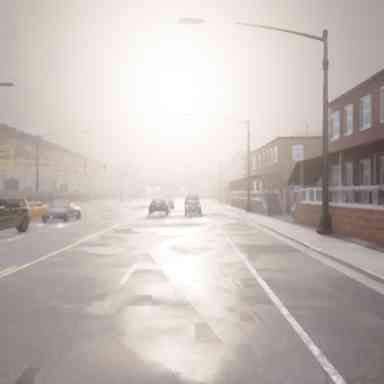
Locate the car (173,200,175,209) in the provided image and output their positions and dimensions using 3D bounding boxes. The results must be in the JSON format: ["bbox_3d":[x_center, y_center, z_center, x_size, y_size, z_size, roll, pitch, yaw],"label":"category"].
[{"bbox_3d":[-3.469,1.622,48.195,1.882,1.535,5.008,0,0,0],"label":"car"}]

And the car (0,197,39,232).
[{"bbox_3d":[-10.587,1.275,17.506,2.150,2.045,5.566,0,0,0],"label":"car"}]

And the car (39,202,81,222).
[{"bbox_3d":[-10.549,1.608,27.300,1.812,1.442,4.674,0,0,0],"label":"car"}]

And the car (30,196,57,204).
[{"bbox_3d":[-30.713,1.660,69.047,2.038,1.542,4.974,0,0,29],"label":"car"}]

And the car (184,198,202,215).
[{"bbox_3d":[0.114,1.655,35.954,2.033,1.411,5.357,0,0,0],"label":"car"}]

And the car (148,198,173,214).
[{"bbox_3d":[-3.483,1.461,36.253,2.097,1.767,4.553,0,0,0],"label":"car"}]

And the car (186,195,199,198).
[{"bbox_3d":[0.019,1.365,47.177,2.150,2.045,5.566,0,0,0],"label":"car"}]
